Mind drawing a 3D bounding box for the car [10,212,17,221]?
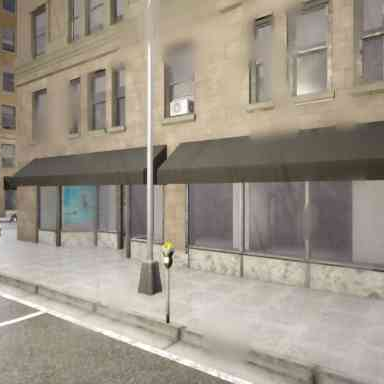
[{"bbox_3d":[-11.204,1.636,26.125,2.033,1.411,5.357,0,0,36],"label":"car"}]
